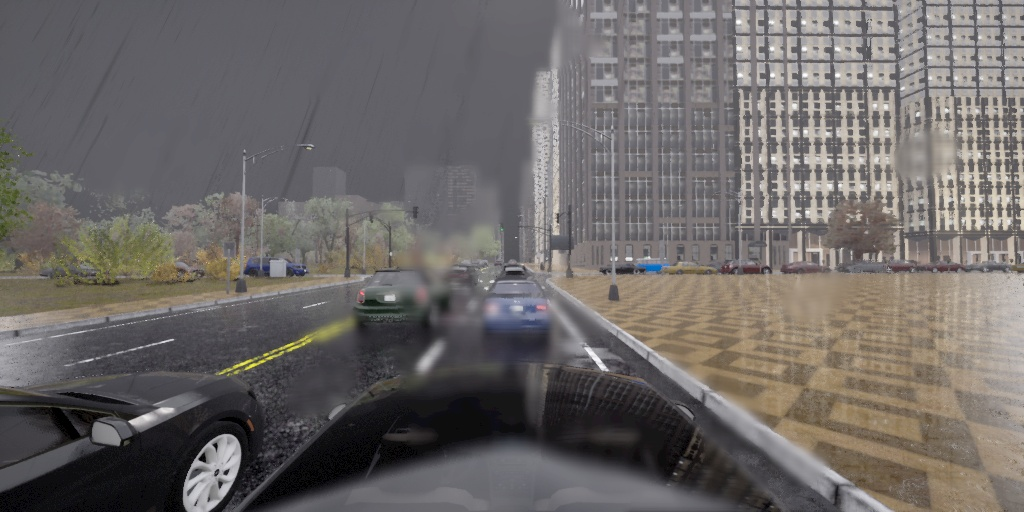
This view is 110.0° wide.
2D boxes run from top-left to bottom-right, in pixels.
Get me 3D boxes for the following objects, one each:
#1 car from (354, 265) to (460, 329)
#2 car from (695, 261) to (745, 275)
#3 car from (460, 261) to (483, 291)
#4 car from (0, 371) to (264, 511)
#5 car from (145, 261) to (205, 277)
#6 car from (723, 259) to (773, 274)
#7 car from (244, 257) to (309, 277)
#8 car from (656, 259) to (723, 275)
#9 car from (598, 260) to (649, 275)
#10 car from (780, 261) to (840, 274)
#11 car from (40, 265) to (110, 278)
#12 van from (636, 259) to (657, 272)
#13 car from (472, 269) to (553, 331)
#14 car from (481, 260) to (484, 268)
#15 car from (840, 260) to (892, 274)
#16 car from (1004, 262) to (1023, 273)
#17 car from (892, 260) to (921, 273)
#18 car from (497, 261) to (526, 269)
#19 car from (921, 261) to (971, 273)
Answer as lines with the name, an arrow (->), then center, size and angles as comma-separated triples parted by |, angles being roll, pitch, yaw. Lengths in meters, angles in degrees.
car -> -3.130, 1.111, 11.373 | 2.097, 1.767, 4.553 | 0, 0, 0
car -> 22.402, 1.308, 38.766 | 4.181, 1.385, 1.994 | 0, -2, -1
car -> -3.113, 1.290, 22.298 | 1.837, 1.490, 4.892 | 0, 0, 0
car -> -3.152, 1.255, 1.246 | 1.837, 1.490, 4.892 | 0, 0, 0
car -> -32.850, 1.303, 35.121 | 4.553, 1.767, 2.097 | 0, -2, 0
car -> 21.808, 1.018, 33.326 | 4.097, 1.591, 1.967 | 0, 0, -1
car -> -23.070, 1.116, 35.182 | 5.566, 2.045, 2.150 | 0, -2, -1
car -> 16.394, 1.132, 33.272 | 4.829, 1.417, 1.751 | 0, 0, -1
car -> 11.793, 1.399, 38.670 | 4.718, 1.301, 1.895 | 0, -2, 0
car -> 27.393, 1.133, 33.382 | 4.207, 1.307, 1.802 | 0, 0, -1
car -> -42.793, 1.560, 35.191 | 5.357, 1.411, 2.033 | 0, -2, 1
van -> 16.032, 1.197, 41.290 | 3.998, 1.789, 1.690 | 0, 0, -1
car -> 0.123, 1.306, 10.962 | 2.033, 1.411, 5.357 | 0, 0, 0
car -> -6.434, 1.526, 61.217 | 1.994, 1.385, 4.181 | 0, 0, 0
car -> 37.766, 1.233, 38.896 | 4.181, 1.385, 1.994 | 0, -2, 0
car -> 49.899, 0.974, 33.595 | 4.829, 1.417, 1.751 | 0, 0, -1
car -> 44.000, 1.162, 41.570 | 4.097, 1.591, 1.967 | 0, 0, -1
car -> 0.141, 1.291, 22.700 | 1.837, 1.490, 4.892 | 0, 0, -1
car -> 49.593, 1.243, 41.626 | 4.507, 1.381, 1.888 | 0, 0, -1
